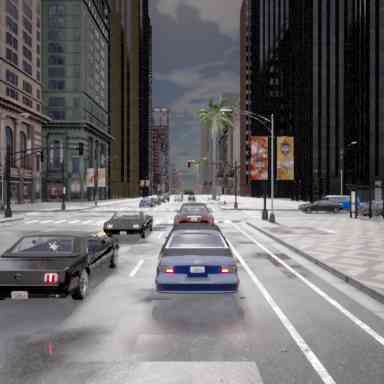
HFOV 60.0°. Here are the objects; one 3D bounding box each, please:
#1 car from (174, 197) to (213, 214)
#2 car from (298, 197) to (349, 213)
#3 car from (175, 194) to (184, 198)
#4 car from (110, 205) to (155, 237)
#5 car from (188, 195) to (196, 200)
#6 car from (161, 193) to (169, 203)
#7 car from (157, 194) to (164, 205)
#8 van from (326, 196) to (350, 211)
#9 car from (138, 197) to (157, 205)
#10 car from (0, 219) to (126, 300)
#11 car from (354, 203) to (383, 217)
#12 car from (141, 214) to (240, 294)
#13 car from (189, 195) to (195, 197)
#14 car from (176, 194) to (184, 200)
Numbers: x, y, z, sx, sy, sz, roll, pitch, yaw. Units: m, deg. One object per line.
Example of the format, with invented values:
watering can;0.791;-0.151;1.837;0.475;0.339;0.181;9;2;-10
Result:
car;0.114;1.352;18.388;2.097;1.767;4.553;0;0;0
car;13.726;1.509;35.454;4.674;1.442;1.812;0;0;2
car;-3.278;1.521;80.384;1.812;1.442;4.674;0;0;0
car;-3.160;1.600;17.485;1.895;1.301;4.718;0;0;0
car;-0.031;1.546;91.458;2.033;1.411;5.357;0;0;0
car;-6.524;1.481;69.135;1.882;1.535;5.008;0;0;0
car;-6.606;1.566;58.913;1.994;1.385;4.181;0;0;0
van;17.054;1.314;38.121;3.998;1.788;1.690;0;0;0
car;-6.601;1.527;48.907;1.812;1.442;4.674;0;0;-1
car;-3.152;1.601;8.317;1.895;1.301;4.718;0;0;0
car;17.061;1.548;29.596;4.403;1.369;2.008;0;0;0
car;0.099;1.547;8.945;2.033;1.411;5.357;0;0;0
car;-0.028;1.529;81.237;1.812;1.442;4.674;0;0;0
car;-3.281;1.316;90.387;1.882;1.535;5.008;0;0;0
